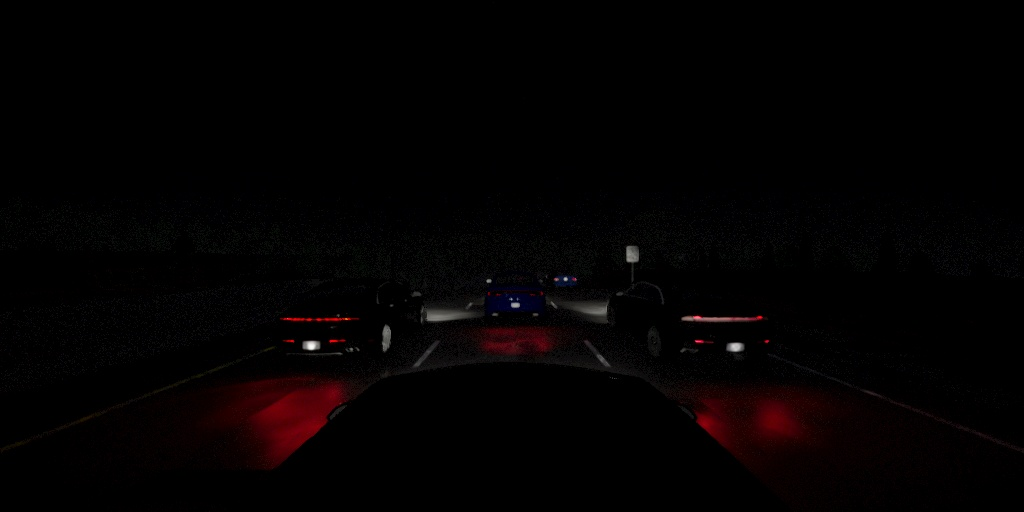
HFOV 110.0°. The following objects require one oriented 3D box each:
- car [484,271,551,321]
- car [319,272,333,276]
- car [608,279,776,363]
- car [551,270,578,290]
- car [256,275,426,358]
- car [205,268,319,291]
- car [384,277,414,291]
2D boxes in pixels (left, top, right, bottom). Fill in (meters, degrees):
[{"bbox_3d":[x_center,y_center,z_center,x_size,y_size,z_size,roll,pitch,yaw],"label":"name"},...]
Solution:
[{"bbox_3d":[0.099,1.258,12.669,1.882,1.535,5.008,0,0,0],"label":"car"},{"bbox_3d":[-17.552,2.147,32.300,1.837,1.490,4.892,0,-5,0],"label":"car"},{"bbox_3d":[3.598,1.258,8.196,2.128,1.511,4.902,0,0,0],"label":"car"},{"bbox_3d":[3.597,1.768,26.555,2.033,1.411,5.357,0,-4,0],"label":"car"},{"bbox_3d":[-3.402,1.272,8.498,1.837,1.490,4.892,0,0,0],"label":"car"},{"bbox_3d":[-10.590,1.302,15.285,1.837,1.490,4.892,0,-1,0],"label":"car"},{"bbox_3d":[-14.009,3.493,44.631,2.128,1.511,4.902,0,-7,0],"label":"car"}]
